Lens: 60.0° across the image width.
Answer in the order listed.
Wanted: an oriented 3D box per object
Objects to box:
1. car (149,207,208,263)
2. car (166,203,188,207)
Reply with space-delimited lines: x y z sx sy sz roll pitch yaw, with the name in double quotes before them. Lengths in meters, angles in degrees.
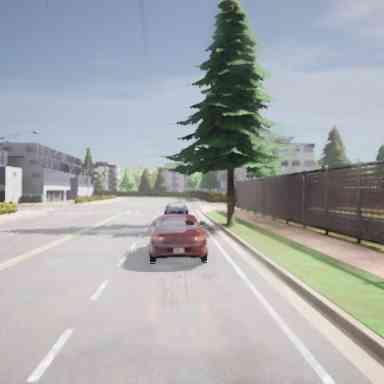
"car" -0.482 1.494 11.761 1.812 1.442 4.674 0 0 -3
"car" -1.245 1.531 26.600 1.895 1.301 4.718 0 0 -3
